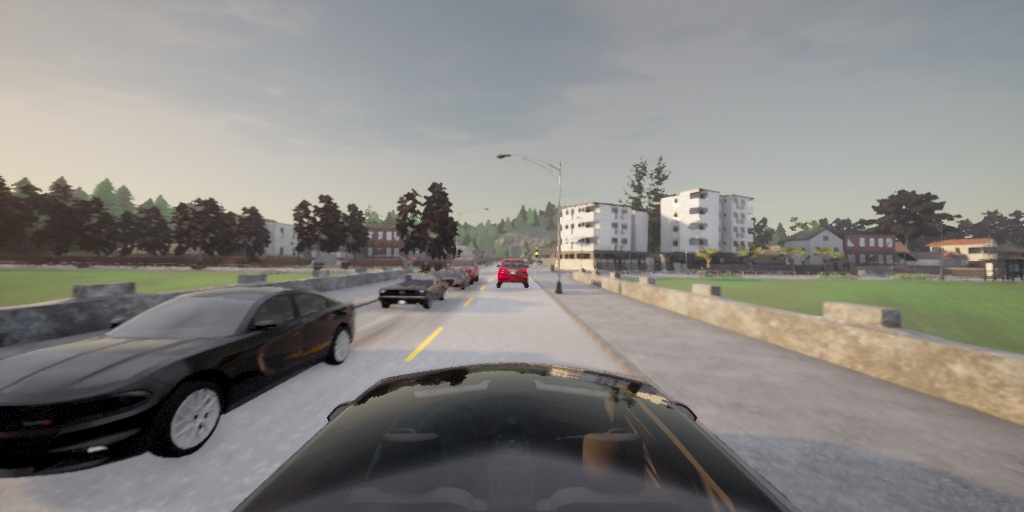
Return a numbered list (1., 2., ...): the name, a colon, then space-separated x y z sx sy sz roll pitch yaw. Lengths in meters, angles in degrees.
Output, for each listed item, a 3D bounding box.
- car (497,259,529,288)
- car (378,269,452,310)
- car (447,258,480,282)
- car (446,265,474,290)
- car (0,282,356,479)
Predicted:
1. car: 0.069 1.259 26.785 2.150 2.045 5.566 1 -1 0
2. car: -4.054 1.423 15.438 1.895 1.301 4.718 1 -1 0
3. car: -3.966 1.173 29.531 2.150 2.045 5.566 1 0 1
4. car: -3.941 1.509 23.857 1.994 1.385 4.181 1 -1 0
5. car: -4.075 1.206 5.224 1.882 1.535 5.008 1 -1 0
